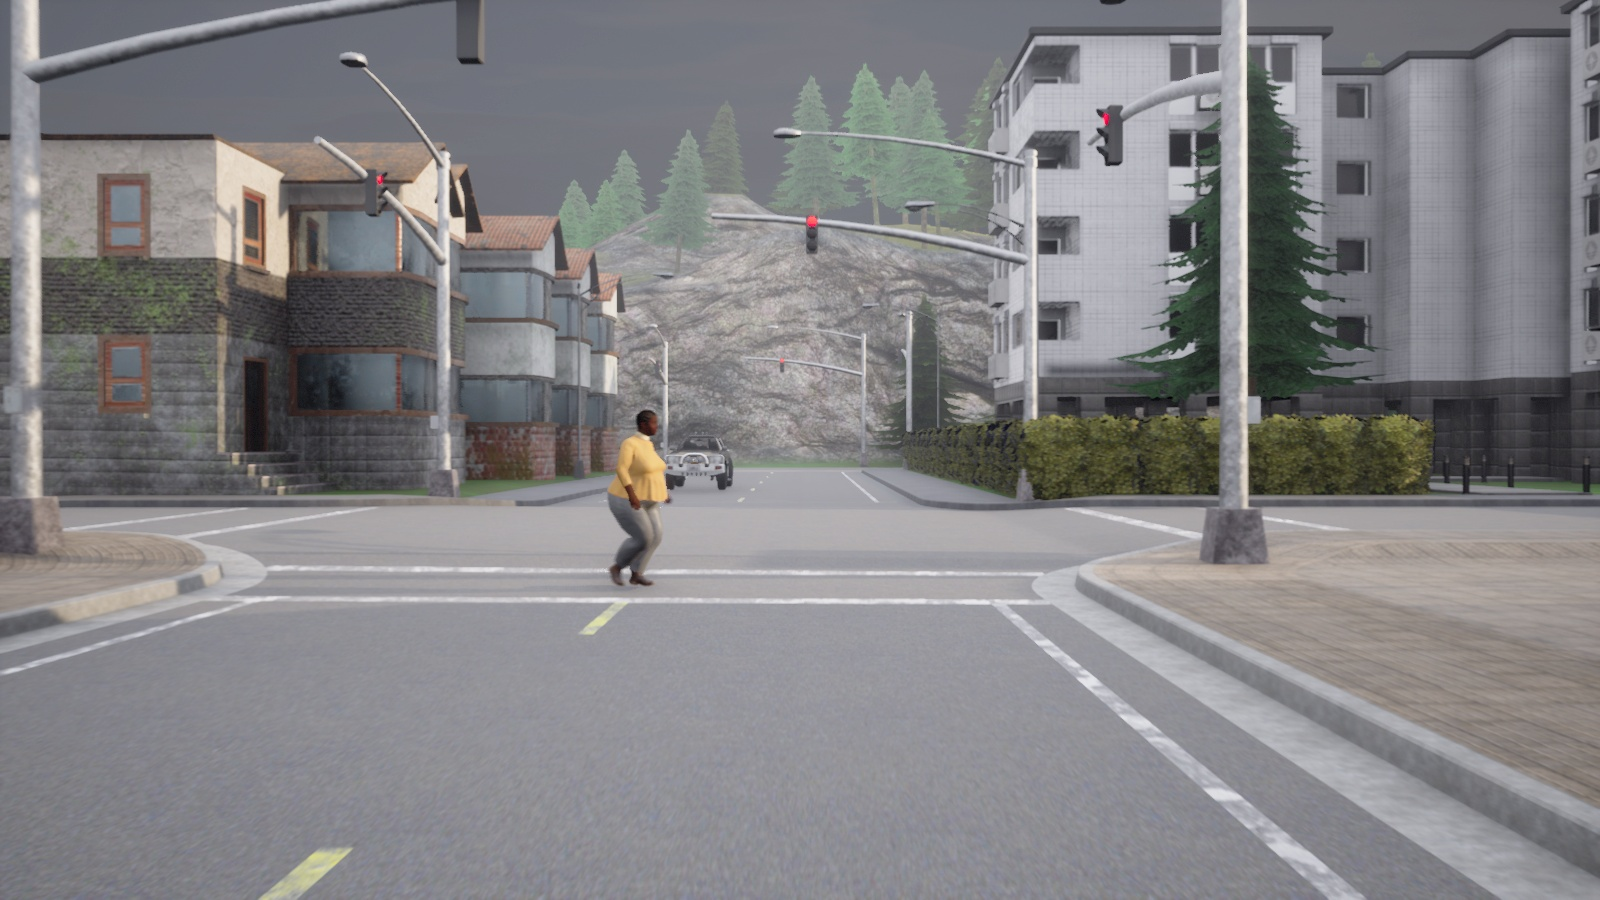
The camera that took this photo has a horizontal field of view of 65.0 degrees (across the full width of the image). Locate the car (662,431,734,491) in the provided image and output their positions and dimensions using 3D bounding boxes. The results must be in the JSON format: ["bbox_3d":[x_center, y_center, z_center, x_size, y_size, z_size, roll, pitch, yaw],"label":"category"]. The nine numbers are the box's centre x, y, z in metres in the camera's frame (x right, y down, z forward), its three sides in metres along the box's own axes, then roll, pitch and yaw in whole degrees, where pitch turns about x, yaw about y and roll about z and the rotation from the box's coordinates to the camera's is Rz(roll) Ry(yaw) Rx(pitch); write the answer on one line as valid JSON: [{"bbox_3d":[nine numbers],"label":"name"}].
[{"bbox_3d":[-3.256,0.330,40.825,1.932,1.855,4.605,0,0,0],"label":"car"}]

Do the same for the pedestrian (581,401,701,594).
[{"bbox_3d":[-1.581,0.451,12.588,0.900,1.855,0.874,0,0,20],"label":"pedestrian"}]
